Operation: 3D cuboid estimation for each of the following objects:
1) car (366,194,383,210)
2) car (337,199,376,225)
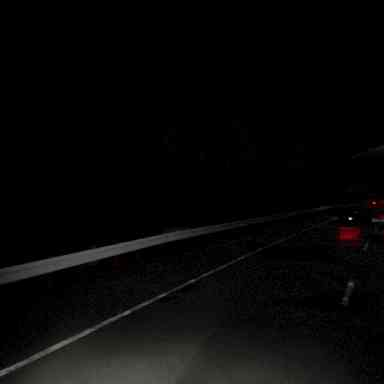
[{"bbox_3d":[20.344,1.221,36.514,2.150,2.045,5.566,0,0,35],"label":"car"},{"bbox_3d":[11.841,1.505,24.090,1.837,1.490,4.892,0,0,33],"label":"car"}]
